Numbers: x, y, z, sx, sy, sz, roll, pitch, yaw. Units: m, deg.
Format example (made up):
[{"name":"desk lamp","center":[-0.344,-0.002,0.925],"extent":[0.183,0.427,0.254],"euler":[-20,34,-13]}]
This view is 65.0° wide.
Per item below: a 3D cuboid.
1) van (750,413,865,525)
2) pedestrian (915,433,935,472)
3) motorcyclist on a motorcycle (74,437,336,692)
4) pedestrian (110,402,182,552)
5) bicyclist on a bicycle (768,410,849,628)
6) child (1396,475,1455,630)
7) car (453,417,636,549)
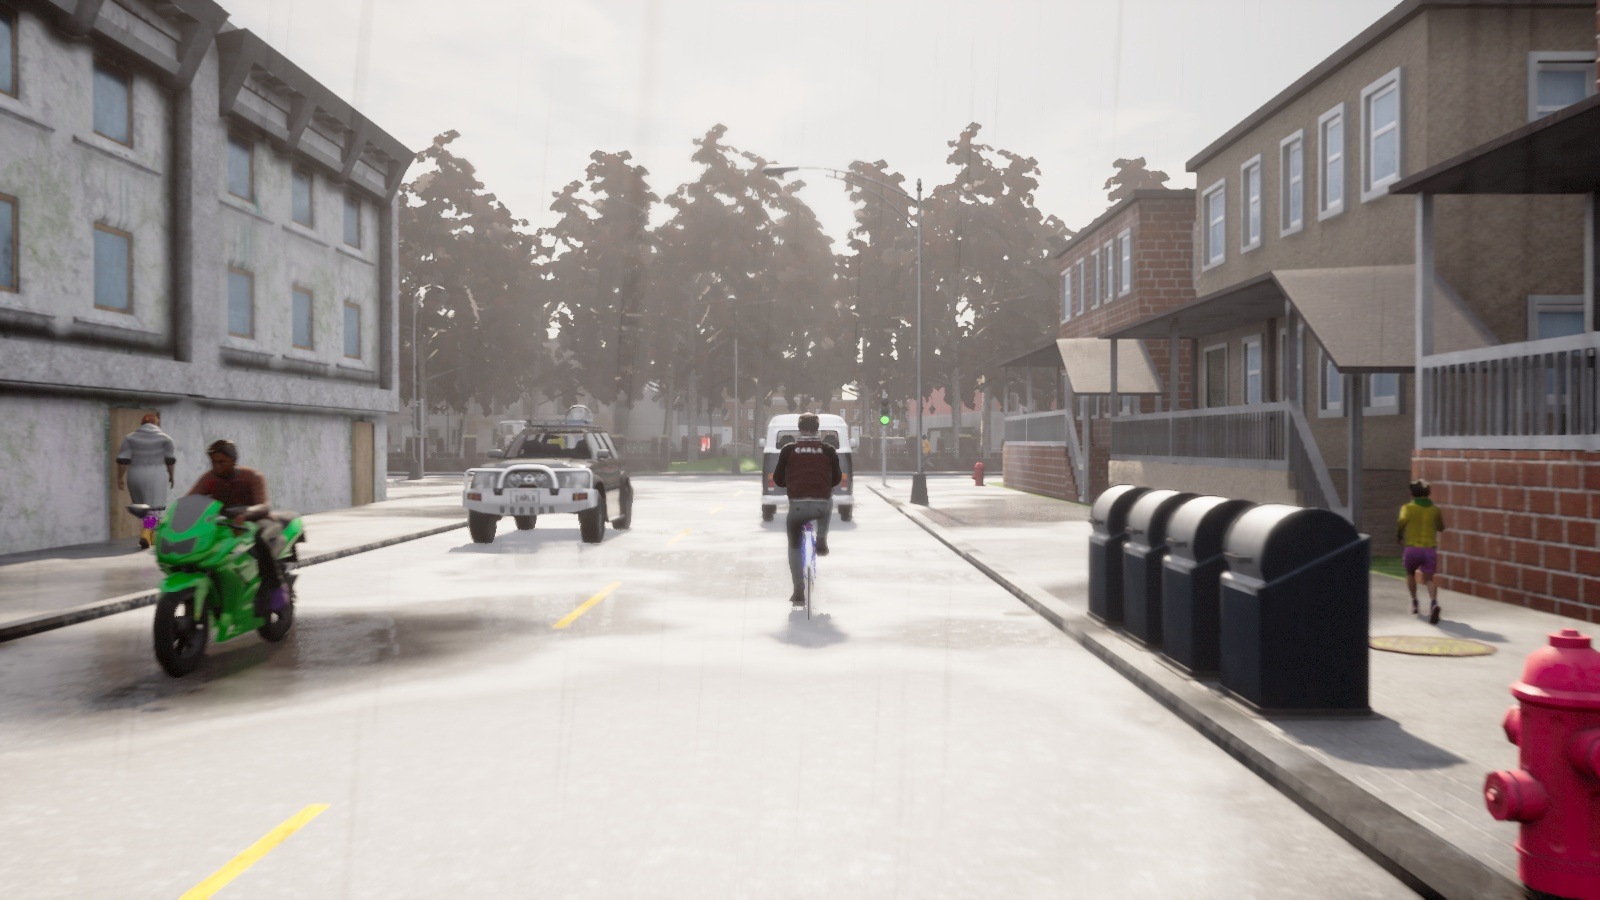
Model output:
[{"name":"van","center":[0.154,0.330,24.935],"extent":[2.069,2.038,4.480],"euler":[0,0,0]},{"name":"pedestrian","center":[5.976,0.122,60.066],"extent":[0.900,1.855,0.874],"euler":[0,0,0]},{"name":"motorcyclist on a motorcycle","center":[-3.936,0.677,8.529],"extent":[0.797,1.523,2.044],"euler":[0,0,0]},{"name":"pedestrian","center":[-8.759,0.354,16.835],"extent":[0.659,1.952,0.873],"euler":[0,0,-13]},{"name":"bicyclist on a bicycle","center":[0.076,0.554,11.160],"extent":[0.659,1.776,1.843],"euler":[0,1,0]},{"name":"child","center":[4.862,0.781,9.770],"extent":[0.299,1.160,0.473],"euler":[0,0,13]},{"name":"car","center":[-3.873,0.448,19.880],"extent":[1.932,1.855,4.605],"euler":[0,0,0]}]
